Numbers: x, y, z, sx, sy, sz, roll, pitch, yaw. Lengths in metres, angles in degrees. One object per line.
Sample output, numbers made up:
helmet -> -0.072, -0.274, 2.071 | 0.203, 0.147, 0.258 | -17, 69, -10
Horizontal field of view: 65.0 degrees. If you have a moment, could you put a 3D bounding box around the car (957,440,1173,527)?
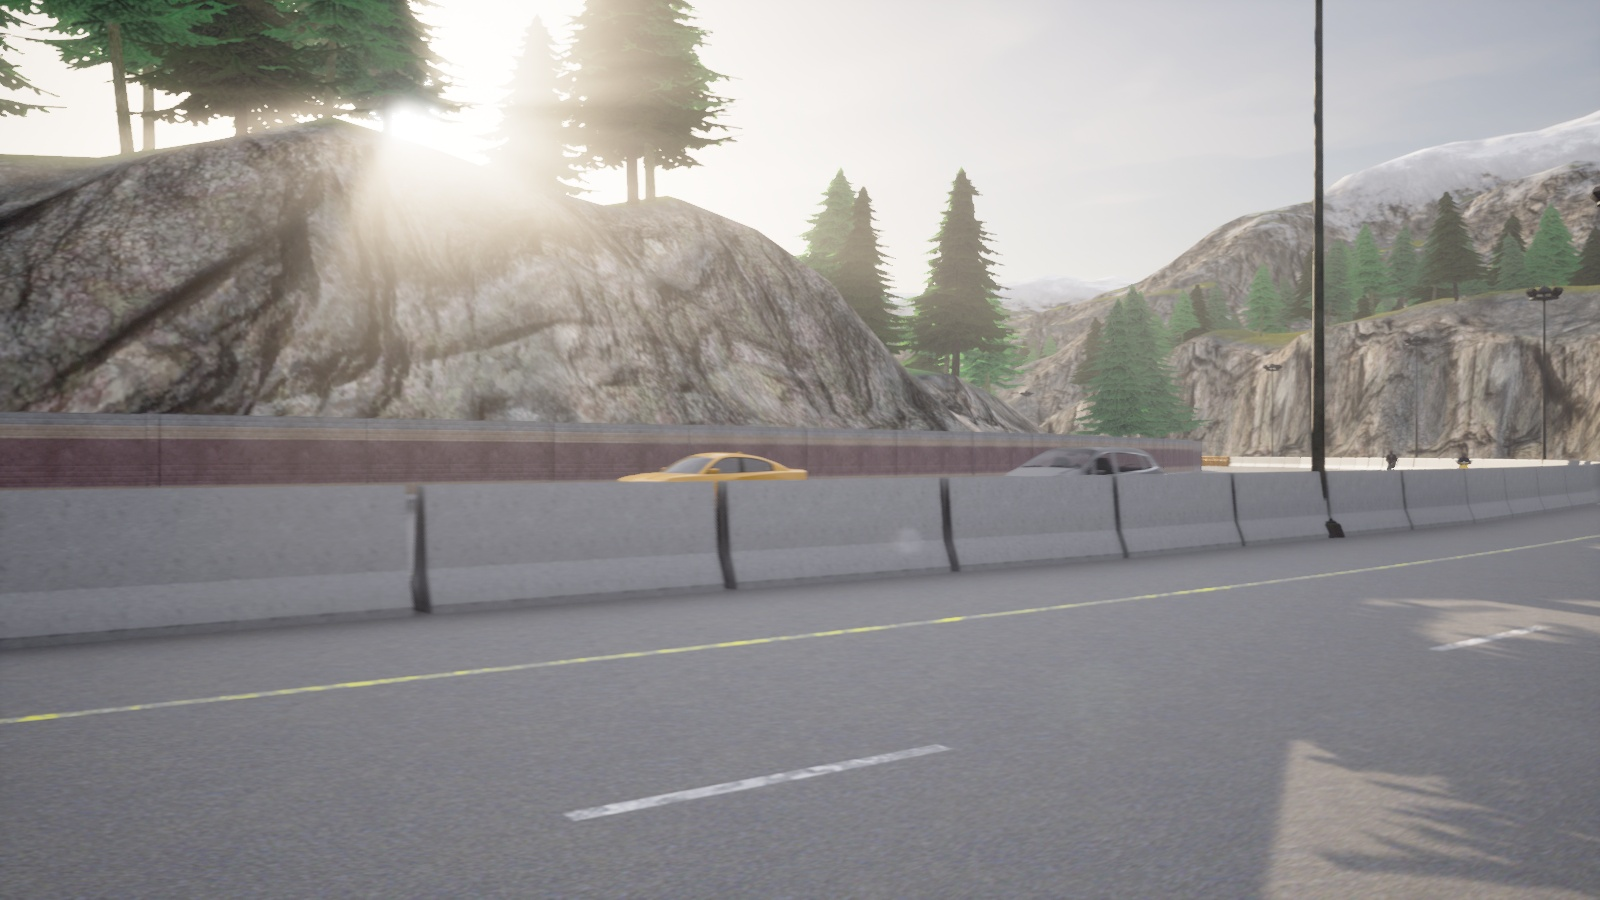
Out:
car -> 5.673, 0.649, 26.538 | 4.611, 1.667, 2.242 | 0, 0, -43

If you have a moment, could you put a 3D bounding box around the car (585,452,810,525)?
car -> -2.261, 0.807, 28.787 | 5.008, 1.535, 1.882 | 0, 0, -42
